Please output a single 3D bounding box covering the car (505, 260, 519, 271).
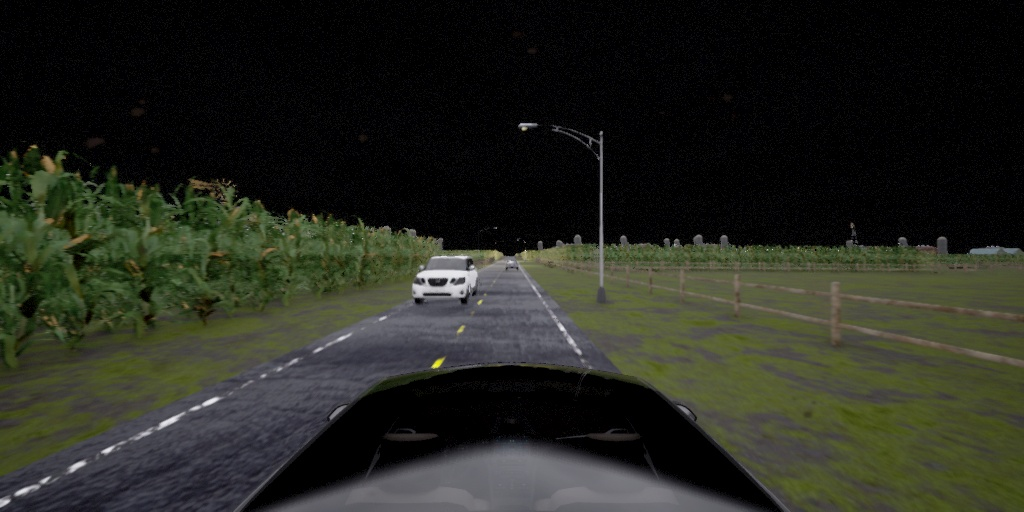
[{"bbox_3d":[0.007,1.263,49.346,2.033,1.411,5.357,0,0,0],"label":"car"}]

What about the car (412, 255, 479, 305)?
[{"bbox_3d":[-2.792,0.968,16.268,2.150,2.045,5.566,0,0,1],"label":"car"}]
